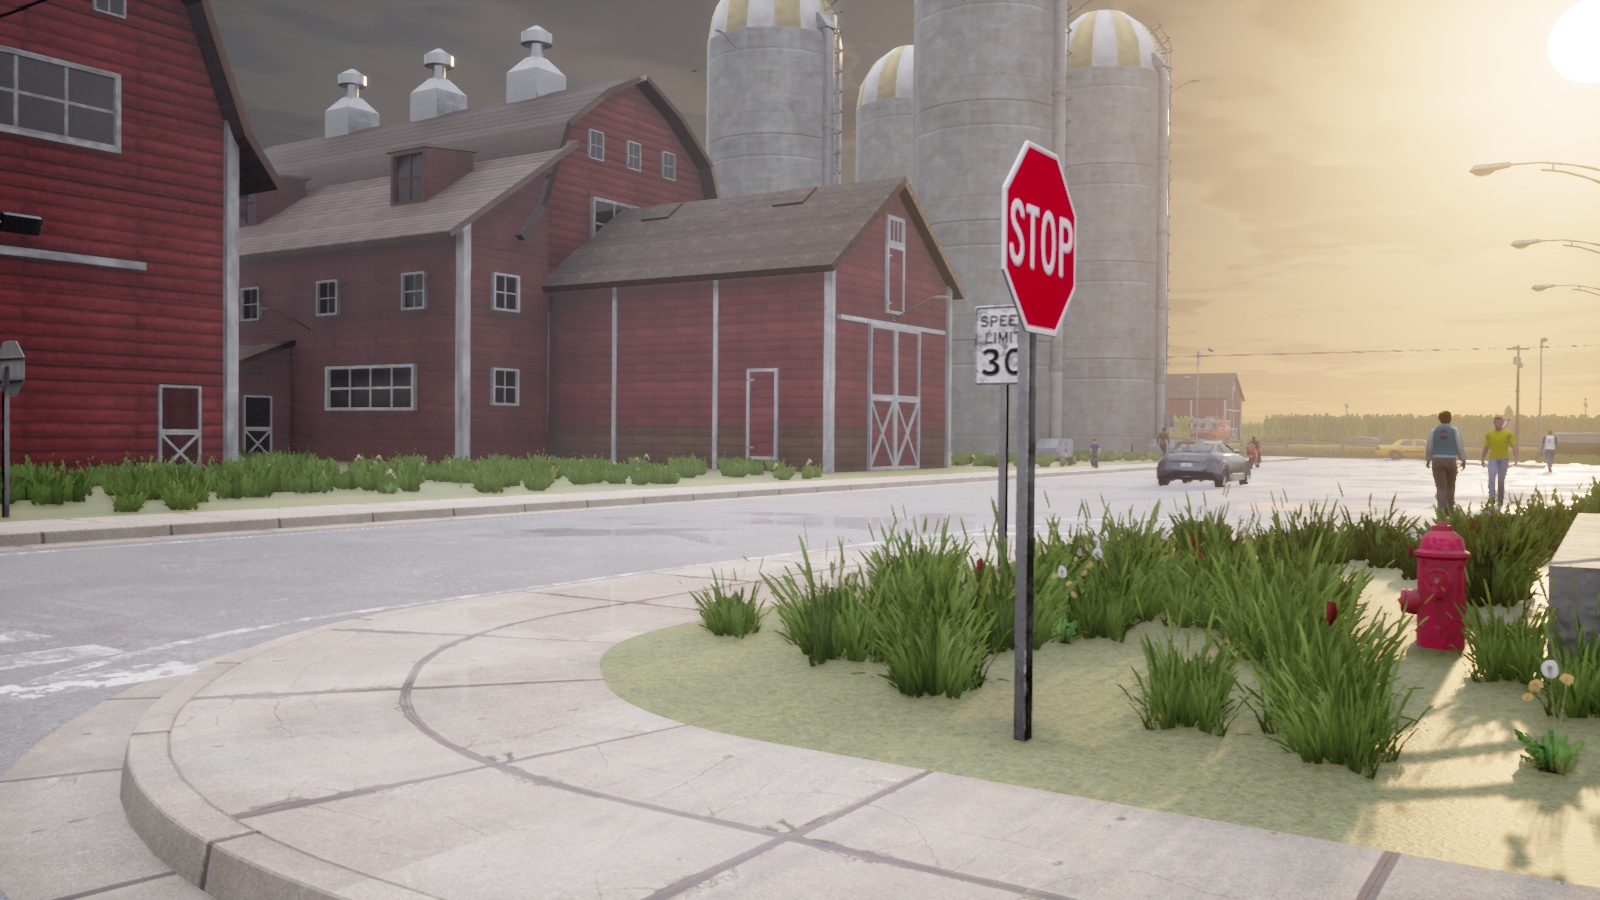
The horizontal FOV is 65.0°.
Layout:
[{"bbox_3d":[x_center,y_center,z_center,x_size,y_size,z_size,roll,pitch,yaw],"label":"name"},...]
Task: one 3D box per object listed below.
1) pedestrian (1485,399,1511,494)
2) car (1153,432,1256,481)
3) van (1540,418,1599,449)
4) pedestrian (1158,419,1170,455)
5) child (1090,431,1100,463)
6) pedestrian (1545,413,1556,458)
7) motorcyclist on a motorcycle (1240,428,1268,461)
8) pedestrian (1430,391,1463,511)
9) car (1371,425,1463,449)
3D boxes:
[{"bbox_3d":[13.744,-0.074,24.724,0.354,1.836,0.706,0,1,37],"label":"pedestrian"},{"bbox_3d":[12.392,0.164,38.341,1.994,1.385,4.181,0,1,33],"label":"car"},{"bbox_3d":[51.231,-1.104,82.434,4.442,1.987,1.775,0,1,33],"label":"van"},{"bbox_3d":[18.356,-0.636,63.333,0.328,1.805,0.869,0,1,36],"label":"pedestrian"},{"bbox_3d":[11.951,-0.128,50.843,0.270,1.263,0.437,0,1,34],"label":"child"},{"bbox_3d":[30.682,-0.591,51.342,0.354,1.836,0.706,0,1,32],"label":"pedestrian"},{"bbox_3d":[21.164,-0.271,58.554,0.797,1.523,2.044,0,1,33],"label":"motorcyclist on a motorcycle"},{"bbox_3d":[10.615,0.010,20.612,0.396,1.930,0.692,0,1,34],"label":"pedestrian"},{"bbox_3d":[41.577,-0.856,84.618,5.366,1.575,1.801,0,1,33],"label":"car"}]
